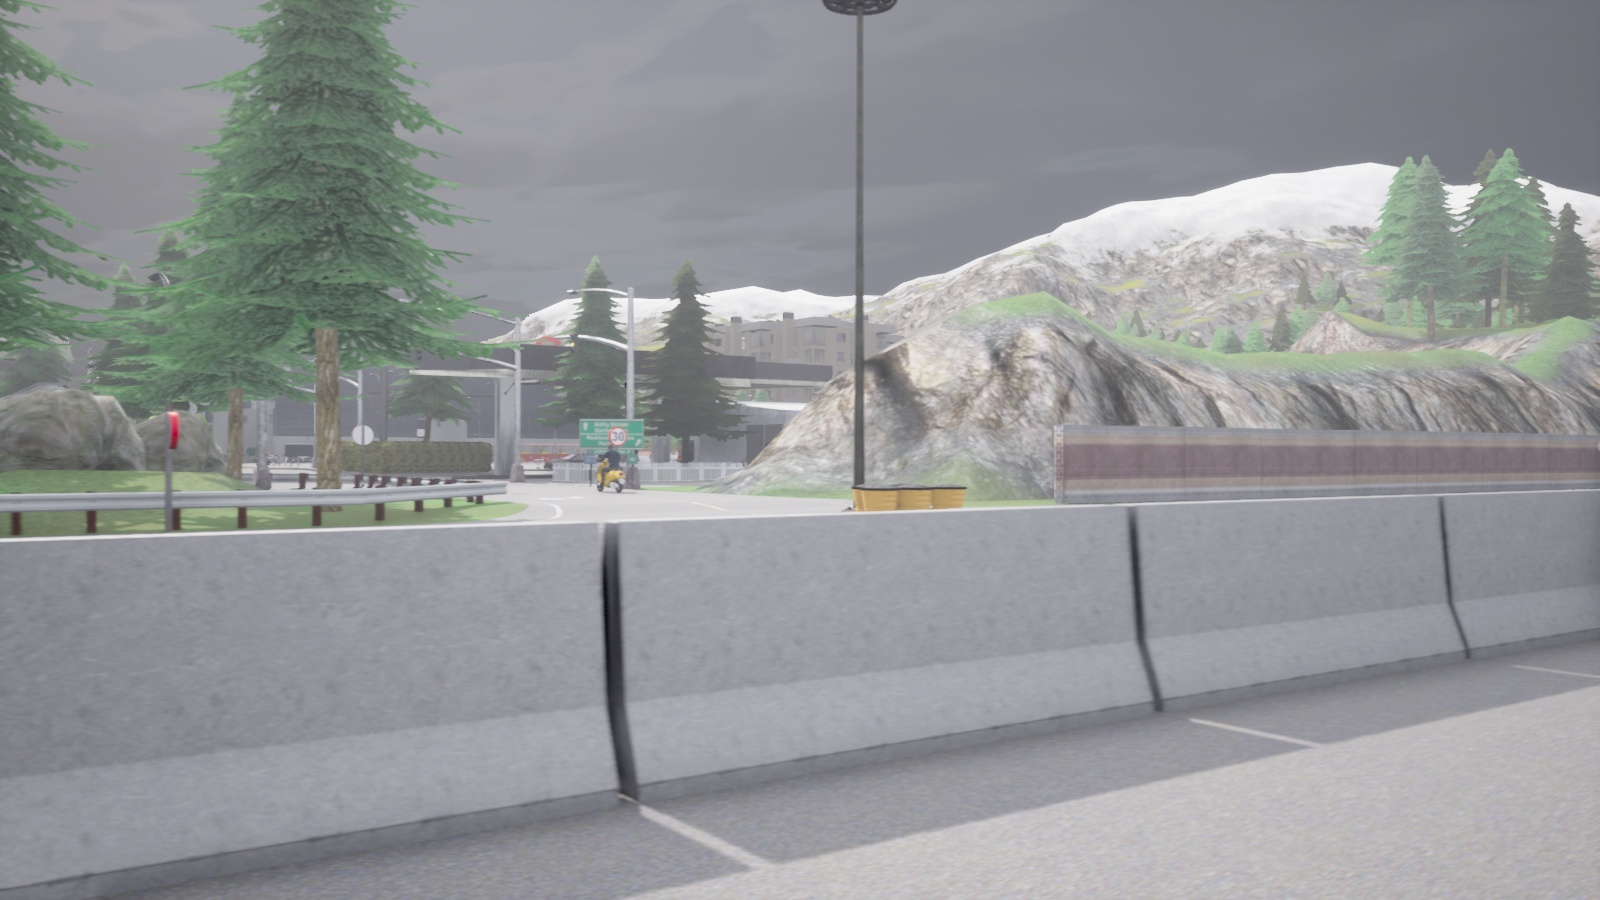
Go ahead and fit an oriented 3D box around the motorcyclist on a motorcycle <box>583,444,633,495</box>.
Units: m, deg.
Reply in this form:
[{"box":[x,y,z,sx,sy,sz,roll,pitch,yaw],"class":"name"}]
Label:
[{"box":[-6.214,0.615,40.637,0.866,1.590,1.817,0,0,-36],"class":"motorcyclist on a motorcycle"}]
